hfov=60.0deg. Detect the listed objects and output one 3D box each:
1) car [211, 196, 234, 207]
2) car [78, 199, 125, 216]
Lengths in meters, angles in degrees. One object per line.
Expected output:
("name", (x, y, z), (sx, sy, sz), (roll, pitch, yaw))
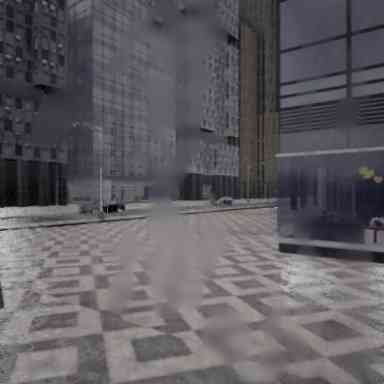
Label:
("car", (4.763, 1.454, 51.718), (1.837, 1.490, 4.892), (0, 0, 36))
("car", (-8.887, 1.453, 33.067), (1.882, 1.535, 5.008), (0, 0, 36))
